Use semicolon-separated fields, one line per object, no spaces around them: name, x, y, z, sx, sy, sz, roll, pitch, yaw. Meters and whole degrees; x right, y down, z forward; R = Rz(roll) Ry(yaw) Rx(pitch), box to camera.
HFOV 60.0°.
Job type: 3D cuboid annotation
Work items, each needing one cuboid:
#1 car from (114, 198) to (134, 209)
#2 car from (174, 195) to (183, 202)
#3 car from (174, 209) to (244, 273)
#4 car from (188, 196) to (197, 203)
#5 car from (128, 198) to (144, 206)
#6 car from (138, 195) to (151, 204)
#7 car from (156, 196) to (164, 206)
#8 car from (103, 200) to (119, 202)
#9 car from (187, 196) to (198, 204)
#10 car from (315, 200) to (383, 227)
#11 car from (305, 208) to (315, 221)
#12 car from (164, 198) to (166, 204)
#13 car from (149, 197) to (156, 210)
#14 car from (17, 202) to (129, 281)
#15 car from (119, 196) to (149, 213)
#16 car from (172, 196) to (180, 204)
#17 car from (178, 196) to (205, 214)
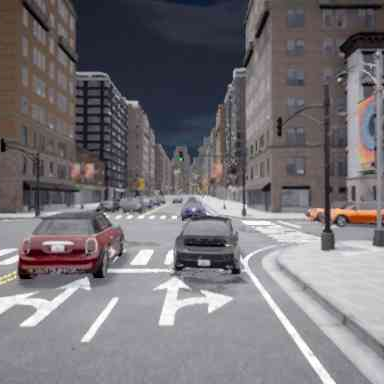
car;-9.775;1.652;48.044;1.837;1.490;4.892;0;0;0
car;-3.174;1.582;79.786;2.128;1.511;4.902;0;0;0
car;0.638;1.528;10.798;1.837;1.490;4.892;0;0;8
car;0.077;1.751;80.551;2.128;1.511;4.902;0;0;0
car;-9.695;1.776;58.091;1.895;1.301;4.718;0;0;0
car;-9.685;1.557;68.406;2.097;1.767;4.553;0;0;0
car;-6.447;1.736;56.756;1.994;1.385;4.181;0;0;0
car;-9.808;1.687;39.223;1.994;1.385;4.181;0;0;0
car;0.067;1.732;70.449;2.128;1.511;4.902;0;0;0
car;11.513;1.496;23.476;4.553;1.767;2.097;0;-1;0
car;11.483;1.549;26.725;4.553;1.767;2.097;0;-1;0
car;-6.437;1.551;66.873;2.097;1.767;4.553;0;0;0
car;-6.540;1.670;46.749;1.812;1.442;4.674;0;0;0
car;-3.376;1.367;10.181;2.097;1.767;4.553;0;0;-3
car;-6.559;1.472;38.173;2.097;1.767;4.553;0;0;0
car;-3.184;1.793;69.813;1.895;1.301;4.718;0;0;0
car;0.124;1.517;29.657;2.097;1.767;4.553;0;1;0
